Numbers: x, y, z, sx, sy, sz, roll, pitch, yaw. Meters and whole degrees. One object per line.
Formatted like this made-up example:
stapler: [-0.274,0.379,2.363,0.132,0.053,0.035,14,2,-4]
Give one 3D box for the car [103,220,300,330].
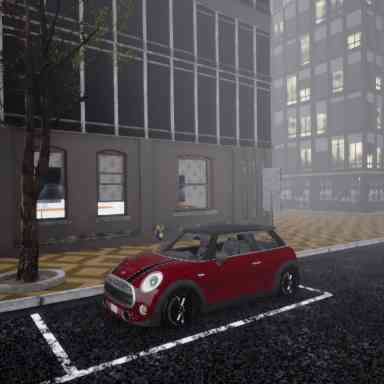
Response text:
car: [0.295,1.439,6.800,4.097,1.590,1.967,0,-1,-36]
